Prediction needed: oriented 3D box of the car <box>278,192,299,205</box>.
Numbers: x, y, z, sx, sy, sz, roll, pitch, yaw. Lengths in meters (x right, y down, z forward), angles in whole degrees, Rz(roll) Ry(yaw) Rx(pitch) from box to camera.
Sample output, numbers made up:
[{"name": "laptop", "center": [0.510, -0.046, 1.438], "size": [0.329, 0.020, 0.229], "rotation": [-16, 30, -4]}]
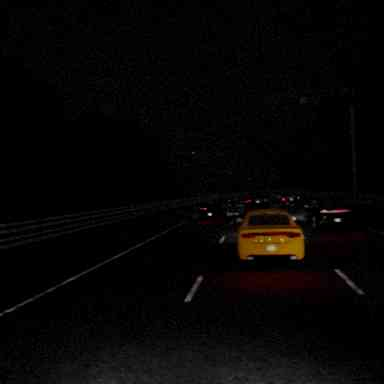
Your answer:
[{"name": "car", "center": [10.562, 0.784, 36.232], "size": [2.097, 1.767, 4.553], "rotation": [-3, 0, 10]}]

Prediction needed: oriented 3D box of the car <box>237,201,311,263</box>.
[{"name": "car", "center": [2.561, 1.324, 11.349], "size": [1.882, 1.535, 5.008], "rotation": [-3, 0, 10]}]

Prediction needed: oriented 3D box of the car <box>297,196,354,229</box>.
[{"name": "car", "center": [7.338, 1.104, 18.188], "size": [2.128, 1.511, 4.902], "rotation": [-3, 0, 10]}]

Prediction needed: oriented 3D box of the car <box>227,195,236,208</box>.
[{"name": "car", "center": [4.417, 1.205, 41.655], "size": [1.837, 1.490, 4.892], "rotation": [-3, 1, 10]}]

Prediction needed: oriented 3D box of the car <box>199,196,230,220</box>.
[{"name": "car", "center": [1.734, 1.344, 26.689], "size": [1.837, 1.490, 4.892], "rotation": [-3, 0, 10]}]

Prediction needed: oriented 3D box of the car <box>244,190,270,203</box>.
[{"name": "car", "center": [5.908, 0.867, 30.117], "size": [2.150, 2.045, 5.566], "rotation": [-3, 0, 10]}]
